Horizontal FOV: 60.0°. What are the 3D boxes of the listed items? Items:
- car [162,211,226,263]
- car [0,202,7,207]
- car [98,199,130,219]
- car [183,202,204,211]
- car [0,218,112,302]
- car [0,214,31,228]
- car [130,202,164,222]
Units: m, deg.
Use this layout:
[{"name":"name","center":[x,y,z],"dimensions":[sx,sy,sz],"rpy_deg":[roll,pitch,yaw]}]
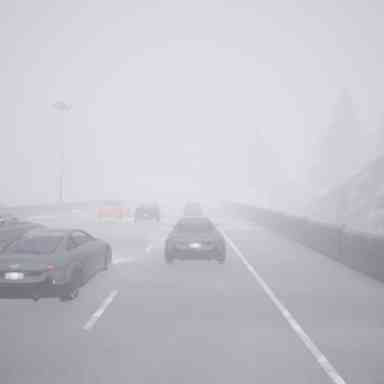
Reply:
[{"name":"car","center":[0.101,1.597,12.121],"dimensions":[1.994,1.385,4.181],"rpy_deg":[0,0,0]},{"name":"car","center":[-21.086,1.571,34.214],"dimensions":[1.882,1.535,5.008],"rpy_deg":[0,0,0]},{"name":"car","center":[-6.897,1.434,29.883],"dimensions":[2.097,1.767,4.553],"rpy_deg":[0,0,0]},{"name":"car","center":[0.103,1.632,30.977],"dimensions":[2.033,1.411,5.357],"rpy_deg":[0,0,0]},{"name":"car","center":[-3.399,1.587,8.392],"dimensions":[1.994,1.385,4.181],"rpy_deg":[0,0,0]},{"name":"car","center":[-6.899,1.524,11.929],"dimensions":[2.128,1.511,4.902],"rpy_deg":[0,0,0]},{"name":"car","center":[-3.397,1.551,26.850],"dimensions":[1.882,1.535,5.008],"rpy_deg":[0,0,0]}]
